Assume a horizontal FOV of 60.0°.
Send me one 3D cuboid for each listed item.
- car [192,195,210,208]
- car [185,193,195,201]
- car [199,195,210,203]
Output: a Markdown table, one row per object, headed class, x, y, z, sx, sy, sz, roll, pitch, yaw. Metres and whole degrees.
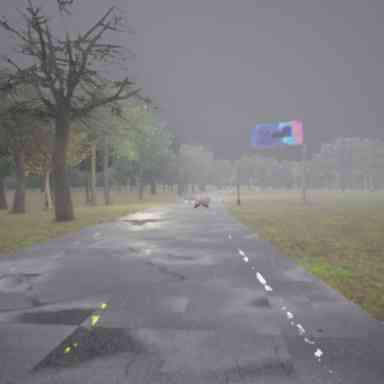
| class | x | y | z | sx | sy | sz | roll | pitch | yaw |
| --- | --- | --- | --- | --- | --- | --- | --- | --- | --- |
| car | 1.389 | 1.520 | 46.768 | 1.895 | 1.301 | 4.718 | 0 | 0 | 3 |
| car | -0.417 | 1.045 | 72.553 | 2.097 | 1.767 | 4.553 | 0 | 1 | 5 |
| car | 2.520 | 1.338 | 64.158 | 1.994 | 1.385 | 4.181 | 0 | 1 | 4 |
